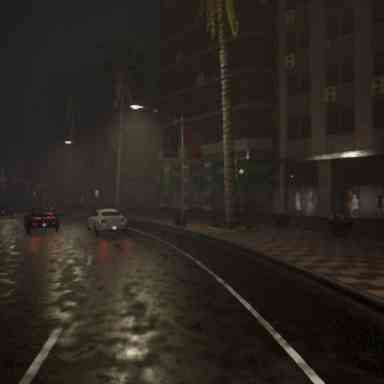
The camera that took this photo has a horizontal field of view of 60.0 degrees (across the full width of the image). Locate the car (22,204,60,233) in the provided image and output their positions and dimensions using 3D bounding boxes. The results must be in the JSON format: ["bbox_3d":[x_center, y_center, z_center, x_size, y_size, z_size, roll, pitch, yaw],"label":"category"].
[{"bbox_3d":[-9.825,1.749,21.597,2.128,1.511,4.902,0,-1,-29],"label":"car"}]

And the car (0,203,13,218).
[{"bbox_3d":[-20.417,1.928,35.106,1.882,1.535,5.008,0,-1,-42],"label":"car"}]

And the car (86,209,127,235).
[{"bbox_3d":[-5.246,1.739,20.342,1.812,1.442,4.674,0,0,-25],"label":"car"}]
